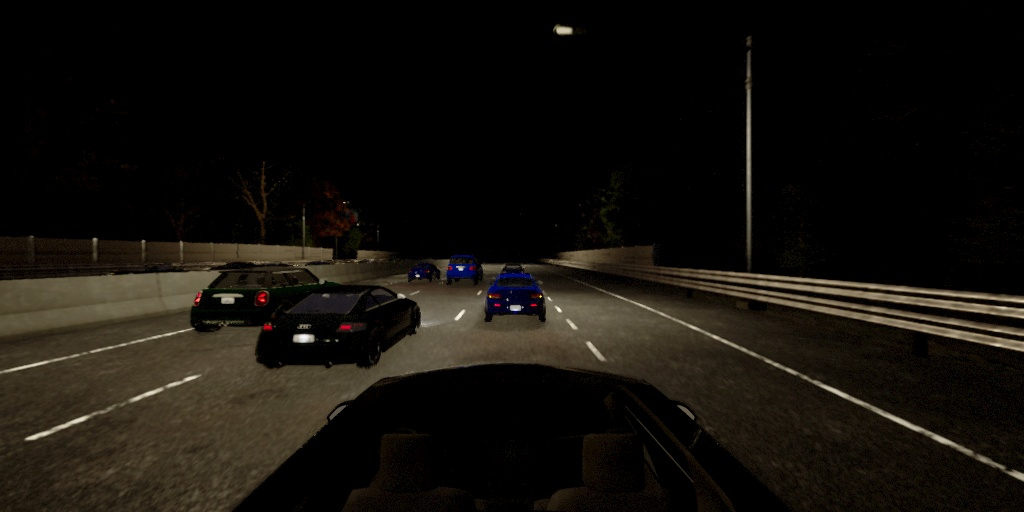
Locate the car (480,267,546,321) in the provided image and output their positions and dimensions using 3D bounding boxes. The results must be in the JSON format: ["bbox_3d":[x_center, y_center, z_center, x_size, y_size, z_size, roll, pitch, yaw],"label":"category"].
[{"bbox_3d":[0.097,1.275,12.258,1.812,1.442,4.674,0,0,0],"label":"car"}]

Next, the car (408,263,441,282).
[{"bbox_3d":[-6.907,1.282,28.545,1.812,1.442,4.674,0,0,0],"label":"car"}]

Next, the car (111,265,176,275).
[{"bbox_3d":[-28.105,1.357,28.012,1.895,1.301,4.718,0,0,0],"label":"car"}]

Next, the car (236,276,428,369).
[{"bbox_3d":[-3.402,1.313,7.861,1.994,1.385,4.181,0,0,0],"label":"car"}]

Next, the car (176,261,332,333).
[{"bbox_3d":[-6.904,1.101,10.835,2.097,1.767,4.553,0,0,0],"label":"car"}]

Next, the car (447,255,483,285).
[{"bbox_3d":[-3.410,0.977,26.605,2.150,2.045,5.566,0,0,0],"label":"car"}]

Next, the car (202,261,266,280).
[{"bbox_3d":[-24.602,1.237,32.034,1.882,1.535,5.008,0,0,0],"label":"car"}]

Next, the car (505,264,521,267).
[{"bbox_3d":[0.094,1.320,28.152,1.994,1.385,4.181,0,0,0],"label":"car"}]
